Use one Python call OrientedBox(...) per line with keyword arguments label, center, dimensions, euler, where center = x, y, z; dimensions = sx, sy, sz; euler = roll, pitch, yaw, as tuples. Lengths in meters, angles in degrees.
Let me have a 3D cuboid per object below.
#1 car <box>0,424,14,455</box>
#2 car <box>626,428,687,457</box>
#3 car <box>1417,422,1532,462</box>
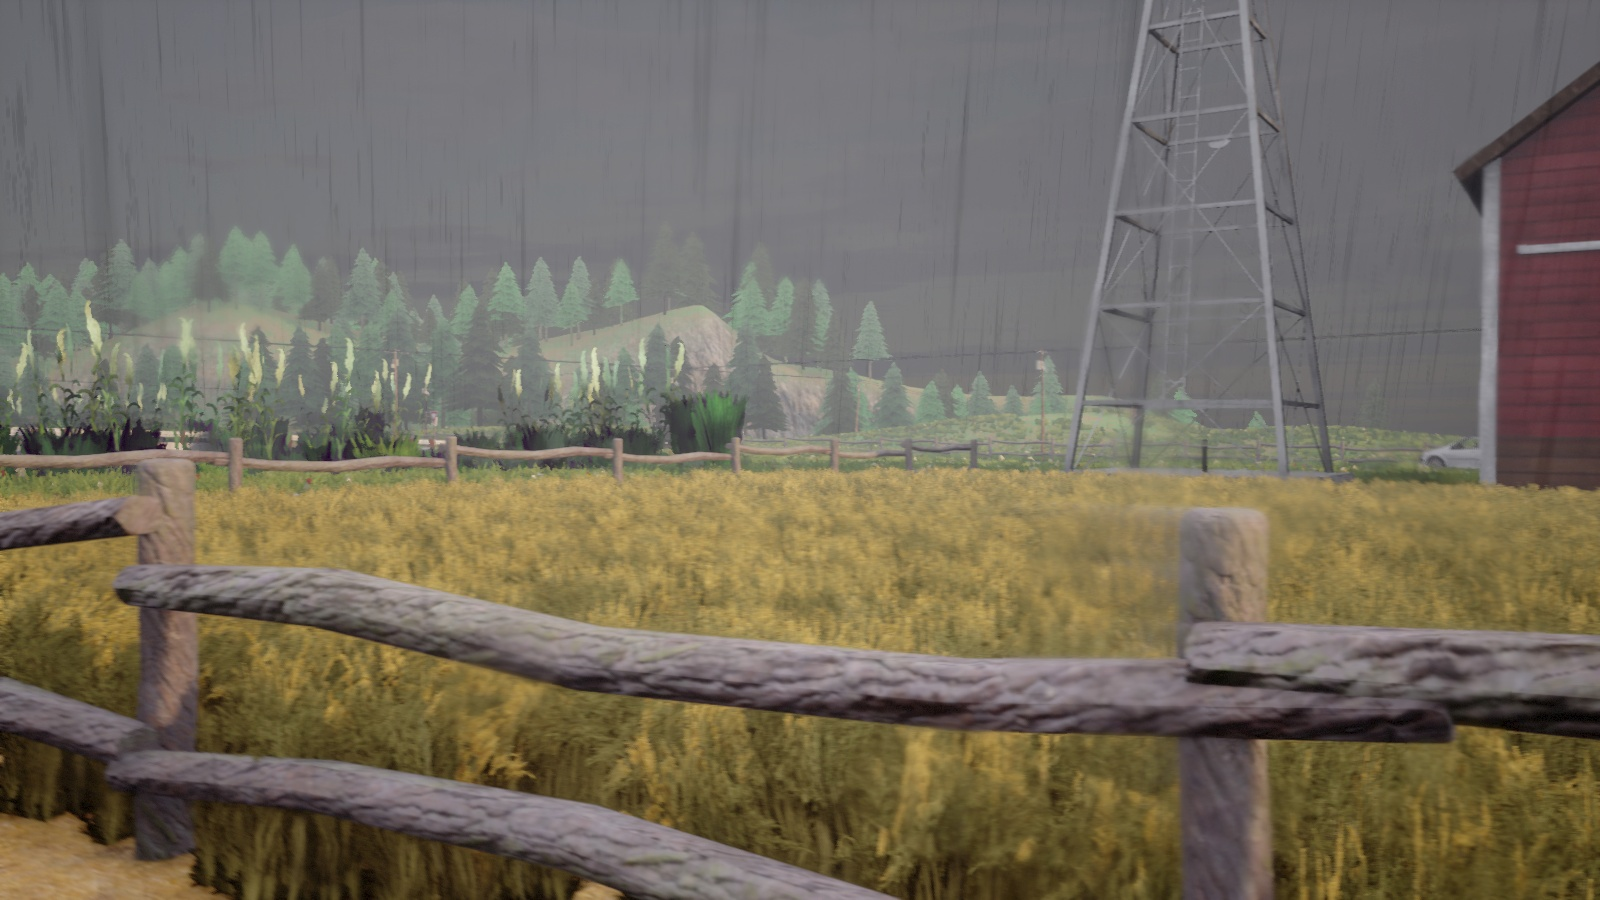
OrientedBox(label="car", center=(-42.289, -0.463, 62.490), dimensions=(1.882, 1.535, 5.008), euler=(0, 2, 41))
OrientedBox(label="car", center=(-9.602, -0.530, 83.850), dimensions=(3.866, 1.878, 1.905), euler=(0, 1, 40))
OrientedBox(label="car", center=(28.347, -0.348, 52.817), dimensions=(3.988, 1.617, 1.851), euler=(0, 1, 39))
